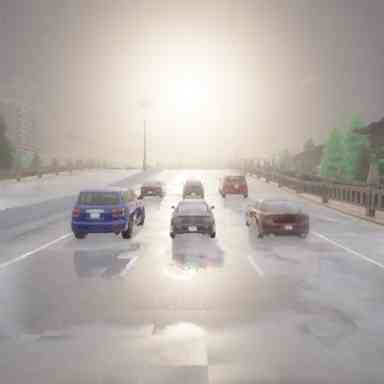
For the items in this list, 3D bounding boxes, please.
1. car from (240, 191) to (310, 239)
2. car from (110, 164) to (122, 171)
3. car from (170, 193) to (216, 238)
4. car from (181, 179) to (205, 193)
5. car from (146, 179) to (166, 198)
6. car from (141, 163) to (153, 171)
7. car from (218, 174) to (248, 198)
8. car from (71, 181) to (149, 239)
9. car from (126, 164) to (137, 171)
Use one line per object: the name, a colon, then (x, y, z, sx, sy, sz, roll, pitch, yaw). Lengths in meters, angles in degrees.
car: (3.539, 0.994, 14.564, 1.882, 1.535, 5.008, 0, 4, 0)
car: (-17.129, -5.504, 74.886, 1.994, 1.385, 4.181, 0, 7, 0)
car: (0.039, 1.043, 14.586, 1.812, 1.442, 4.674, 0, 4, 0)
car: (0.121, -0.380, 29.573, 1.837, 1.490, 4.892, 0, 7, 0)
car: (-3.380, -0.396, 29.451, 1.882, 1.535, 5.008, 0, 6, 0)
car: (-10.129, -5.704, 74.855, 2.097, 1.767, 4.553, 0, 7, 0)
car: (3.621, -0.641, 29.562, 2.150, 2.045, 5.566, 0, 7, 0)
car: (-3.461, 0.762, 14.623, 2.150, 2.045, 5.566, 0, 4, 0)
car: (-13.629, -5.504, 74.867, 1.994, 1.385, 4.181, 0, 7, 0)
